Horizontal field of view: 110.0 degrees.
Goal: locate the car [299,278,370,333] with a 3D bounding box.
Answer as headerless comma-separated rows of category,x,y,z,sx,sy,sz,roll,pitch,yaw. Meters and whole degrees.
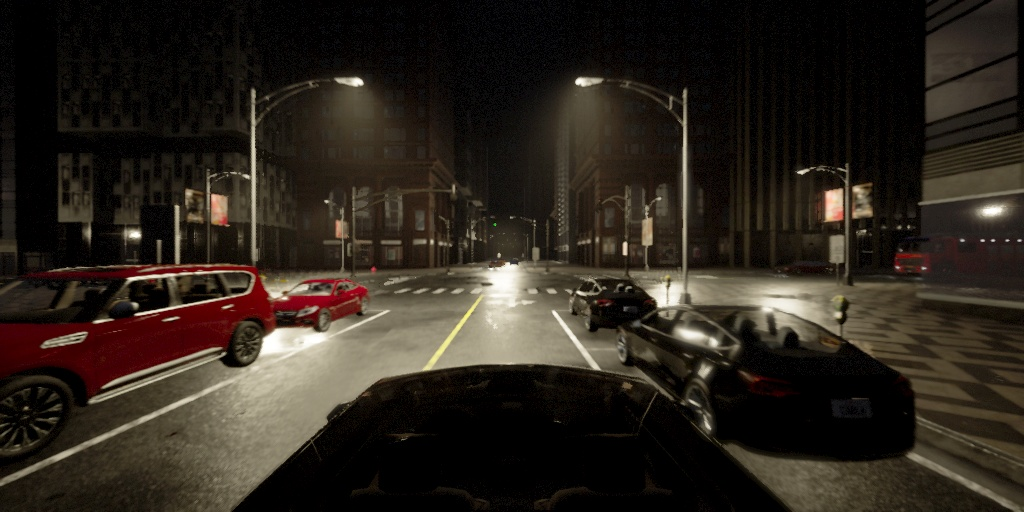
car,-5.670,1.335,10.728,1.802,1.307,4.207,0,0,0

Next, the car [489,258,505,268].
car,-2.797,1.376,61.411,1.994,1.385,4.181,0,0,1

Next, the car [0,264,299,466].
car,-5.669,1.065,5.089,2.192,1.841,5.009,0,0,0

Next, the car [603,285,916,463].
car,2.856,1.316,5.088,1.948,1.339,4.313,0,0,0

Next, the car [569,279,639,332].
car,2.855,1.319,10.728,1.948,1.339,4.313,0,0,0

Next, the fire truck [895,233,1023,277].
fire truck,39.643,-0.092,31.861,8.468,3.827,2.891,0,0,1

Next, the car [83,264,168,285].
car,-31.810,1.492,29.604,5.008,1.535,1.882,-1,0,1

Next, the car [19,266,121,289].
car,-32.355,1.522,26.360,4.902,1.511,2.128,-1,0,1

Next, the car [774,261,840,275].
car,29.057,1.150,35.359,5.357,1.411,2.033,0,0,1
